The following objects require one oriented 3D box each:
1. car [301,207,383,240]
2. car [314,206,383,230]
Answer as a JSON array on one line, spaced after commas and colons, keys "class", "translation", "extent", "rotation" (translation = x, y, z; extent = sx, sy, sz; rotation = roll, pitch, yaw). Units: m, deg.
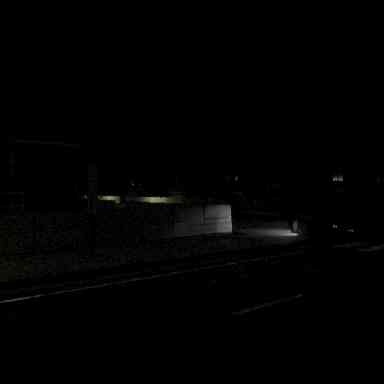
[{"class": "car", "translation": [8.054, 1.552, 15.856], "extent": [5.357, 1.411, 2.033], "rotation": [0, 0, 22]}, {"class": "car", "translation": [10.619, 1.614, 21.627], "extent": [4.718, 1.301, 1.895], "rotation": [0, 0, 32]}]
